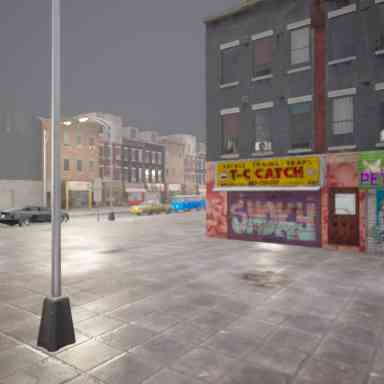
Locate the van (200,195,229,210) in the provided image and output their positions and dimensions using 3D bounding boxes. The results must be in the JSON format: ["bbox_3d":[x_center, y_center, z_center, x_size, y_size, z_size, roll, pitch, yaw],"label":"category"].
[{"bbox_3d":[2.845,1.234,40.520,1.690,1.788,3.998,0,0,36],"label":"van"}]

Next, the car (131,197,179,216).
[{"bbox_3d":[-3.645,1.449,31.454,1.752,1.417,4.829,0,0,36],"label":"car"}]

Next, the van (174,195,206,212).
[{"bbox_3d":[-0.449,1.249,35.918,1.690,1.788,3.998,0,0,36],"label":"van"}]

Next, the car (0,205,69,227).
[{"bbox_3d":[-10.333,1.522,22.111,1.947,1.339,4.313,0,0,36],"label":"car"}]
